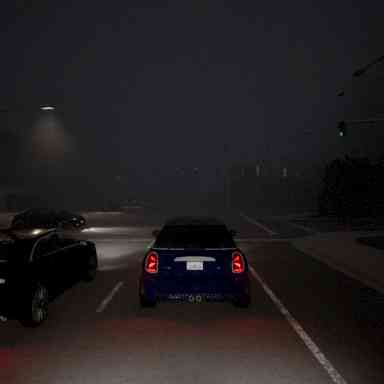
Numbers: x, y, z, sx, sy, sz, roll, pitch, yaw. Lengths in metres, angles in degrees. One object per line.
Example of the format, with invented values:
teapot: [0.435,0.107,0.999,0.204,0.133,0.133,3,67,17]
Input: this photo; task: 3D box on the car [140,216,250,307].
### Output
car: [0.060,1.364,8.155,2.097,1.767,4.553,0,0,0]

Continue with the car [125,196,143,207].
car: [-10.668,1.715,60.060,2.097,1.767,4.553,0,0,0]

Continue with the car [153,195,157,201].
car: [-10.651,1.499,90.653,2.097,1.767,4.553,0,0,0]

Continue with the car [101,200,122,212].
car: [-10.670,1.858,44.045,1.812,1.442,4.674,0,0,0]

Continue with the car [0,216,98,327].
car: [-3.446,1.503,7.015,2.128,1.511,4.902,0,0,0]

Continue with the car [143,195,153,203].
car: [-10.625,1.648,75.108,1.882,1.535,5.008,0,1,0]

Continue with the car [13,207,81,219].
car: [-8.875,1.666,20.790,4.181,1.385,1.994,0,-1,0]
